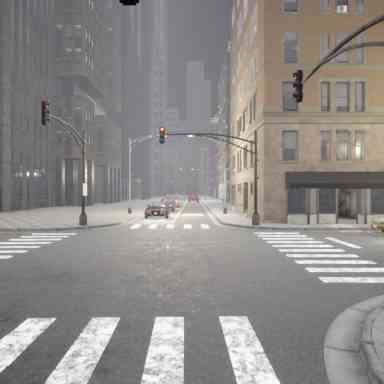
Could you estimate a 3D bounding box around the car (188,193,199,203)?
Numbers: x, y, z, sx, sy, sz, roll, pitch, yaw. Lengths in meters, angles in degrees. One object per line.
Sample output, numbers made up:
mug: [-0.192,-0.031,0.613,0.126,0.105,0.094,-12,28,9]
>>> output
car: [0.310,1.204,70.299,2.150,2.045,5.566,0,0,0]

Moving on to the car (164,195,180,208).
car: [-2.923,1.369,49.220,2.097,1.767,4.553,0,0,0]

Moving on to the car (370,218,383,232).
car: [12.173,1.520,17.782,4.829,1.417,1.752,0,0,-1]

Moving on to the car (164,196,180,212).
car: [-2.962,1.506,39.322,2.128,1.511,4.902,0,0,0]

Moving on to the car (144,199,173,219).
car: [-3.000,1.574,29.467,1.994,1.385,4.181,0,0,0]
